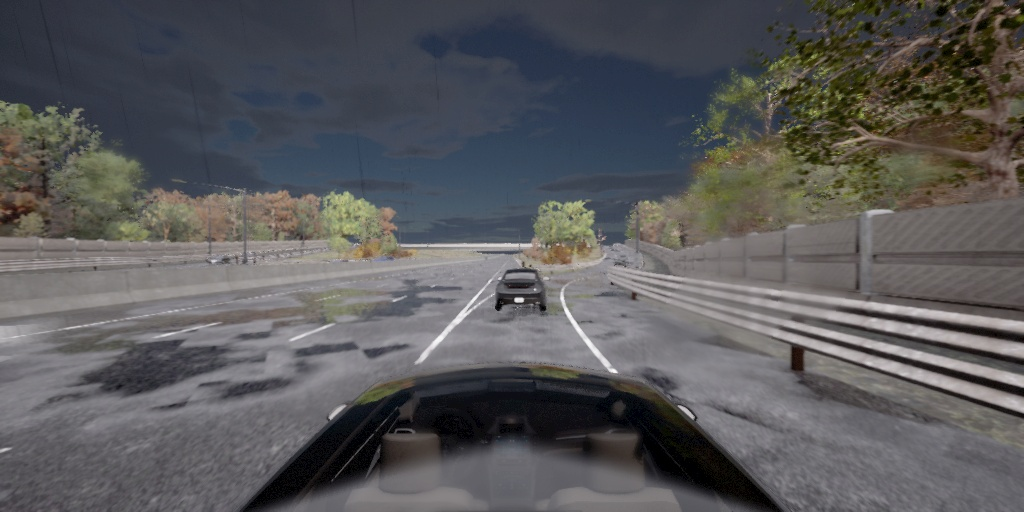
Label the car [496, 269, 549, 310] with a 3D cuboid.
[{"bbox_3d":[0.456,1.261,14.702,1.837,1.490,4.892,-1,0,5],"label":"car"}]

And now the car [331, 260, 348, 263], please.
[{"bbox_3d":[-28.013,1.312,58.171,2.033,1.411,5.357,0,0,1],"label":"car"}]

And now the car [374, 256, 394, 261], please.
[{"bbox_3d":[-21.017,0.988,58.720,2.150,2.045,5.566,0,0,1],"label":"car"}]
